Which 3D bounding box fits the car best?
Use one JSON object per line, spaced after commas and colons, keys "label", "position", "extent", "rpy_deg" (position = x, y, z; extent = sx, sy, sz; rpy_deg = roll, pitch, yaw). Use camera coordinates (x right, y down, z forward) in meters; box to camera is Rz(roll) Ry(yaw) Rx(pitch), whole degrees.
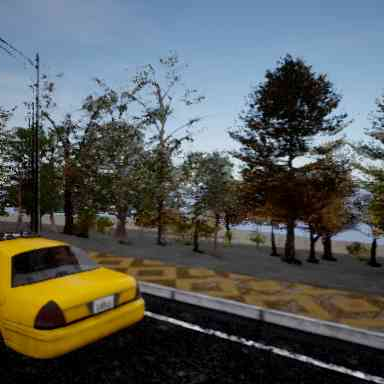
{"label": "car", "position": [-3.259, 1.453, 5.860], "extent": [5.366, 1.575, 1.801], "rpy_deg": [0, 0, 35]}
